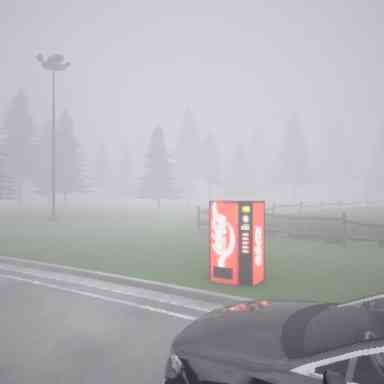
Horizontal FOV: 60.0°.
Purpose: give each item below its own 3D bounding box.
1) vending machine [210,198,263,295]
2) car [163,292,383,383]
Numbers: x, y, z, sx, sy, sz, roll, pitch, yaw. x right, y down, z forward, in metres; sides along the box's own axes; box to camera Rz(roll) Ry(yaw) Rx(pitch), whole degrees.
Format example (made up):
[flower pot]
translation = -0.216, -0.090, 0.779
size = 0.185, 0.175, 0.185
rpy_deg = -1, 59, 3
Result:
[vending machine]
translation = 1.080, 1.195, 7.970
size = 0.880, 2.100, 1.100
rpy_deg = 0, 0, 32
[car]
translation = 1.984, 1.492, 2.336
size = 4.902, 1.511, 2.128
rpy_deg = 0, 0, 35
